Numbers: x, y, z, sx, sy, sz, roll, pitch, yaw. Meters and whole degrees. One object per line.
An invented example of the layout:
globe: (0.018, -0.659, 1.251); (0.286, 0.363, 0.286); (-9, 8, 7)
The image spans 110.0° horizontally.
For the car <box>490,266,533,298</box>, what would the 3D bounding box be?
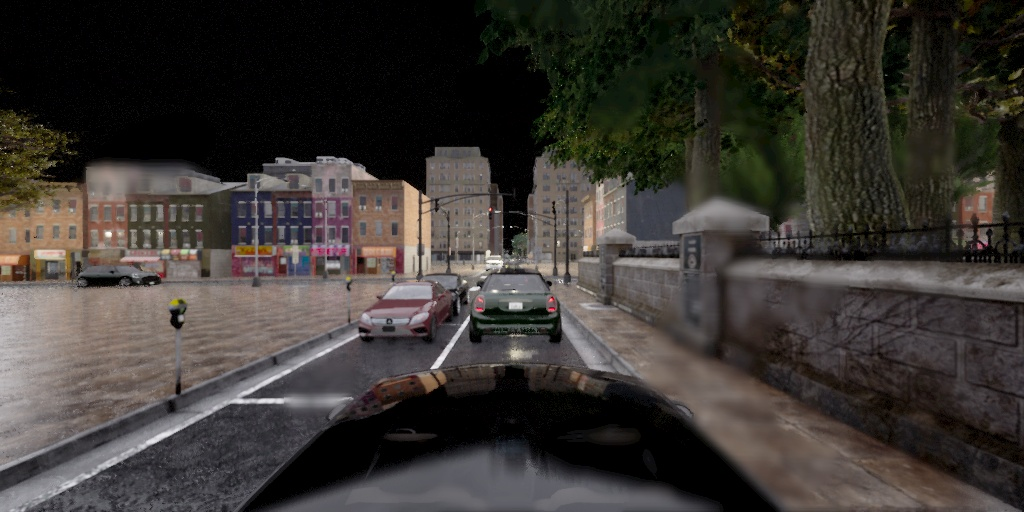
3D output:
car: (-0.148, 1.314, 19.331); (1.994, 1.385, 4.181); (0, 0, -5)

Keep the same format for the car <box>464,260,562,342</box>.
car: (0.072, 1.102, 9.887); (2.097, 1.767, 4.553); (0, 0, 0)

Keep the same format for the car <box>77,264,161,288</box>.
car: (-28.662, 1.432, 26.282); (4.553, 1.767, 2.097); (-1, 0, 0)

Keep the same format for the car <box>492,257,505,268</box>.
car: (-2.296, 1.094, 62.387); (2.097, 1.767, 4.553); (0, 0, 1)

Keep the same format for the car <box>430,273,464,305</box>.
car: (-2.641, 1.316, 13.434); (1.948, 1.339, 4.313); (0, 0, 0)

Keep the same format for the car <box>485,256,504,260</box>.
car: (-2.300, 0.963, 47.229); (2.150, 2.045, 5.566); (0, 0, 0)

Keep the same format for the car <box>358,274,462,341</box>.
car: (-2.640, 1.332, 9.772); (1.802, 1.307, 4.207); (0, 0, 0)
